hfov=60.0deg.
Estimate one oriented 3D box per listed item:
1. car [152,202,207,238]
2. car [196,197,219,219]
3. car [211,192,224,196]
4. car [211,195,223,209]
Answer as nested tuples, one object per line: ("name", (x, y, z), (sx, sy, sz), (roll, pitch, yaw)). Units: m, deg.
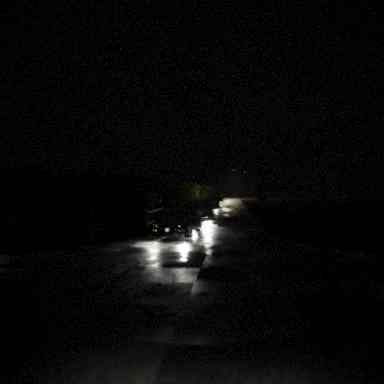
("car", (-0.671, 1.539, 17.987), (1.837, 1.490, 4.892), (0, 0, 12))
("car", (0.987, 1.508, 29.343), (2.128, 1.511, 4.902), (0, 0, 7))
("car", (4.770, 1.004, 62.264), (2.150, 2.045, 5.566), (0, 0, 7))
("car", (2.681, 1.484, 44.069), (1.994, 1.385, 4.181), (0, 0, 7))
